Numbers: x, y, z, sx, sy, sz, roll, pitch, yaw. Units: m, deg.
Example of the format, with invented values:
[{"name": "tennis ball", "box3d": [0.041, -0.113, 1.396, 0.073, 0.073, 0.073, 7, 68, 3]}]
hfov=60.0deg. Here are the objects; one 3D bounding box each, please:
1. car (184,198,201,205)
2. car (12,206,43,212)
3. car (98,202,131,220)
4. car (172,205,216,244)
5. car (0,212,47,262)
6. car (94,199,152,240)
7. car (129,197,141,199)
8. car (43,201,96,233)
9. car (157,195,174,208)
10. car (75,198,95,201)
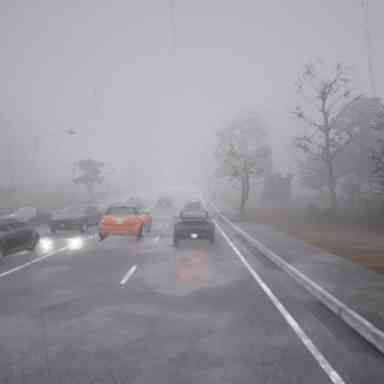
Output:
[{"name": "car", "box3d": [0.084, 1.421, 37.700, 1.812, 1.442, 4.674, 0, 3, 0]}, {"name": "car", "box3d": [-10.589, 1.639, 21.872, 1.812, 1.442, 4.674, 0, 0, 0]}, {"name": "car", "box3d": [-7.042, 1.664, 30.669, 1.994, 1.385, 4.181, 0, 1, 1]}, {"name": "car", "box3d": [0.098, 1.590, 16.386, 1.837, 1.490, 4.892, 0, 0, 0]}, {"name": "car", "box3d": [-7.102, 1.625, 11.698, 1.994, 1.385, 4.181, 0, 0, 0]}, {"name": "car", "box3d": [-3.402, 1.444, 17.776, 2.097, 1.767, 4.553, 0, 0, 0]}, {"name": "car", "box3d": [-7.031, 1.322, 40.695, 1.994, 1.385, 4.181, 0, 3, 1]}, {"name": "car", "box3d": [-7.091, 1.585, 20.740, 1.882, 1.535, 5.008, 0, 0, 0]}, {"name": "car", "box3d": [-3.487, 1.156, 43.038, 1.837, 1.490, 4.892, 0, 3, 0]}, {"name": "car", "box3d": [-10.527, 1.424, 32.128, 2.097, 1.767, 4.553, 0, 1, 1]}]
